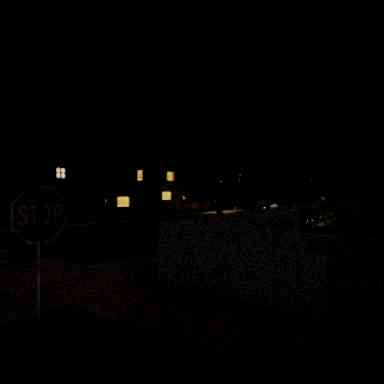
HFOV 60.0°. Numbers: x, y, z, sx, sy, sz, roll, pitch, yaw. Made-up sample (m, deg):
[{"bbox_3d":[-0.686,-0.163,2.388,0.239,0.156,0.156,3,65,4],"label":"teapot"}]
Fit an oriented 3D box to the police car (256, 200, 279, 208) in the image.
[{"bbox_3d":[8.481,1.728,38.662,2.038,1.542,4.974,-1,-1,34],"label":"police car"}]
